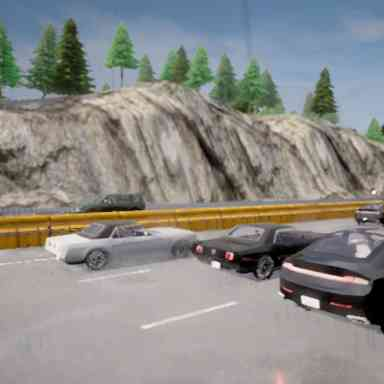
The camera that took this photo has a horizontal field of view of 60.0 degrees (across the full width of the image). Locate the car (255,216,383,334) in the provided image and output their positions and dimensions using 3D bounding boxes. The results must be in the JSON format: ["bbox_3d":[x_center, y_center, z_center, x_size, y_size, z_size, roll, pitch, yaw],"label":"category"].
[{"bbox_3d":[3.786,1.467,6.539,4.902,1.511,2.128,0,0,-36],"label":"car"}]

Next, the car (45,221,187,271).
[{"bbox_3d":[-2.104,1.601,10.924,4.718,1.301,1.895,0,0,-36],"label":"car"}]

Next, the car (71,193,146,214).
[{"bbox_3d":[-6.213,1.138,25.340,5.566,2.045,2.150,0,0,-36],"label":"car"}]

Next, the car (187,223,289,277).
[{"bbox_3d":[2.415,1.580,9.865,4.718,1.301,1.895,0,0,-36],"label":"car"}]

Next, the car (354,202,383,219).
[{"bbox_3d":[12.323,1.410,21.323,4.902,1.511,2.128,0,0,-36],"label":"car"}]
